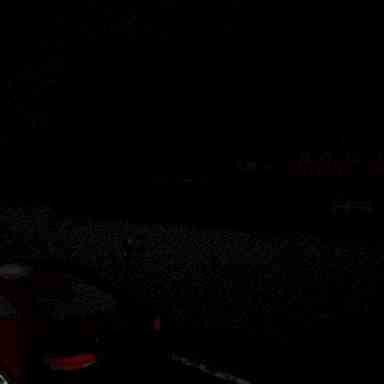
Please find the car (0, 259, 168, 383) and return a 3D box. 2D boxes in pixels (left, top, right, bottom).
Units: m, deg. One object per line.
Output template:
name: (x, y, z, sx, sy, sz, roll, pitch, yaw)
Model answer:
car: (-2.212, 1.580, 4.392, 4.206, 1.307, 1.802, 0, 1, 36)
